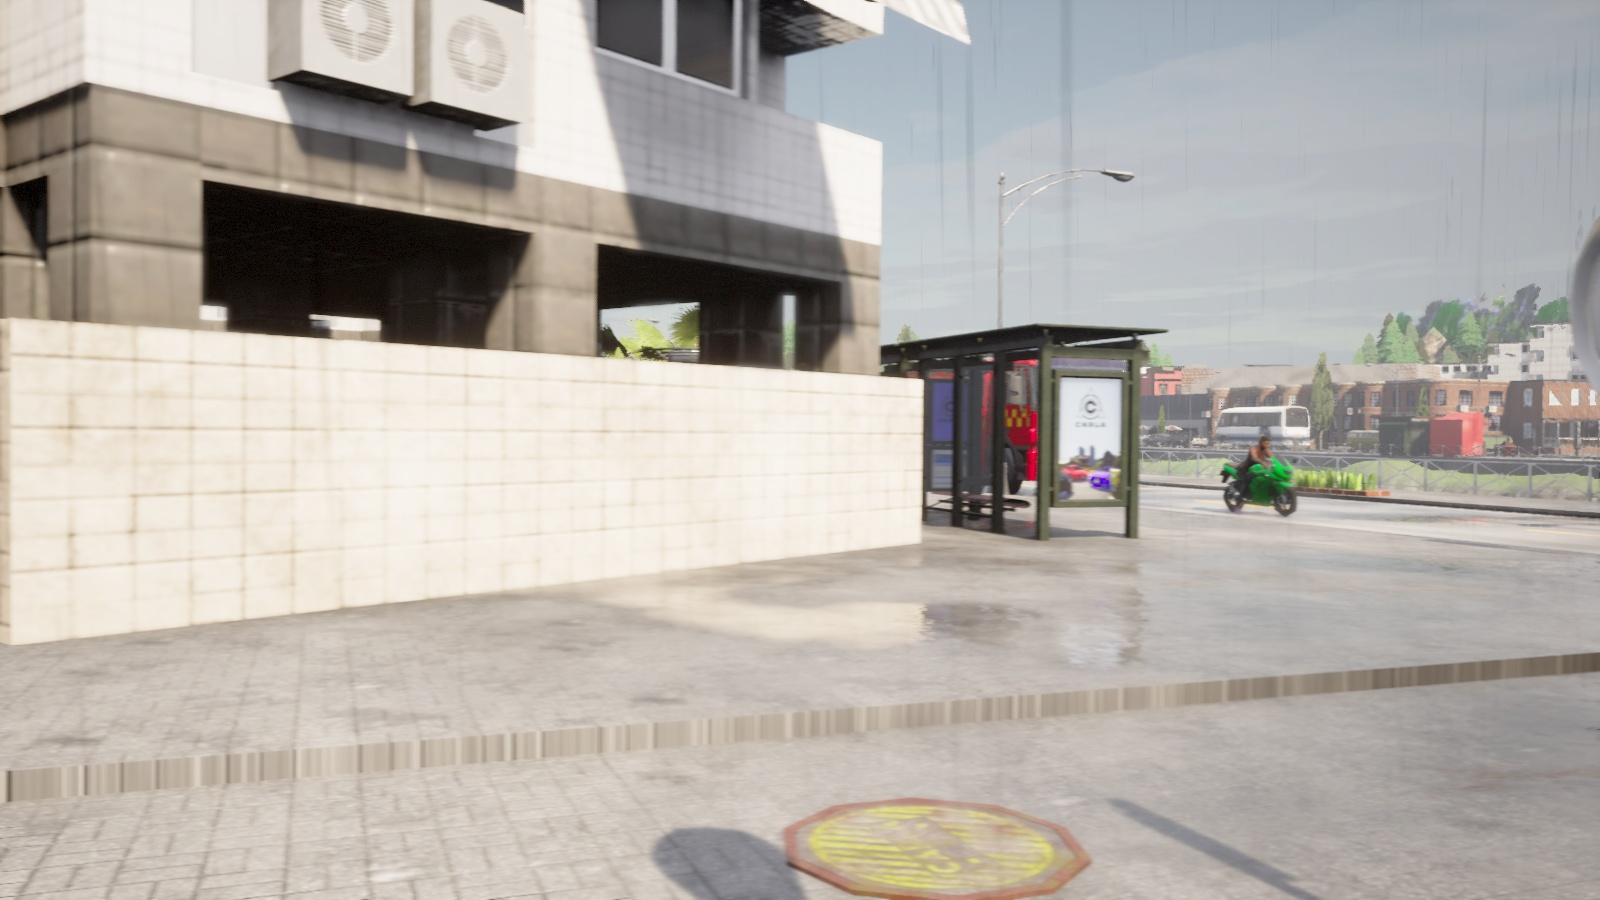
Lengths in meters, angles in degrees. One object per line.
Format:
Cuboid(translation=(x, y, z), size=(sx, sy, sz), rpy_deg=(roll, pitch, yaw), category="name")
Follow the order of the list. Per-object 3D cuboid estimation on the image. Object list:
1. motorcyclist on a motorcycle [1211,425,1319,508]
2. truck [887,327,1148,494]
Cuboid(translation=(8.905, 0.291, 24.131), size=(0.797, 1.523, 2.044), rpy_deg=(-1, 1, -21), category="motorcyclist on a motorcycle")
Cuboid(translation=(5.409, -0.968, 33.283), size=(2.891, 3.827, 8.468), rpy_deg=(-1, 1, -21), category="truck")
